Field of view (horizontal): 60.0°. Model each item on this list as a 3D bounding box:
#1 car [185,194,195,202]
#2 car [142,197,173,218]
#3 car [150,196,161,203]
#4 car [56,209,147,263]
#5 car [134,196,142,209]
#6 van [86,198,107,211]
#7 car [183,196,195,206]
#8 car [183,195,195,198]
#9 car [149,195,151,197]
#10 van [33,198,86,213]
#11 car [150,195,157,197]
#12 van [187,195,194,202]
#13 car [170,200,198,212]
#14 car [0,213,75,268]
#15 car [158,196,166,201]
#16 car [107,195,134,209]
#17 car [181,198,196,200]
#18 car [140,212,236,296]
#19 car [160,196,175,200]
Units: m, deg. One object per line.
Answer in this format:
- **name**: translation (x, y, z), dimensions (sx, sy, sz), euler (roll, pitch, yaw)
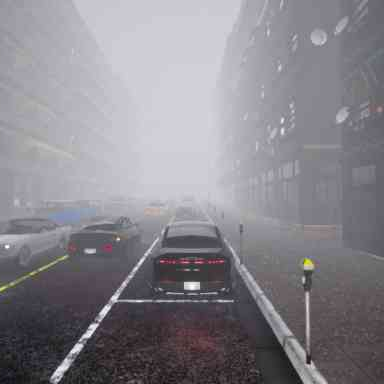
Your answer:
- **car**: translation (-0.473, 1.521, 81.536), dimensions (2.192, 1.841, 5.009), euler (1, 0, 0)
- **car**: translation (-3.023, 1.490, 30.036), dimensions (1.801, 1.575, 5.366), euler (0, 0, 0)
- **car**: translation (-8.324, 1.725, 76.059), dimensions (1.887, 1.381, 4.507), euler (1, 0, 0)
- **car**: translation (-2.921, 1.533, 11.870), dimensions (1.812, 1.442, 4.674), euler (0, 0, 0)
- **car**: translation (-8.314, 1.379, 42.876), dimensions (2.192, 1.841, 5.009), euler (1, 0, 0)
- **van**: translation (-8.314, 1.368, 26.285), dimensions (1.690, 1.788, 3.998), euler (1, 0, 0)
- **car**: translation (-0.473, 1.553, 59.411), dimensions (1.967, 1.590, 4.097), euler (1, 0, 0)
- **car**: translation (-0.429, 1.490, 37.286), dimensions (1.967, 1.590, 4.097), euler (1, 0, 0)
- **car**: translation (-8.321, 1.660, 53.938), dimensions (1.947, 1.339, 4.313), euler (1, 0, 0)
- **van**: translation (-8.312, 1.359, 20.753), dimensions (1.690, 1.788, 3.998), euler (2, 0, 0)
- **car**: translation (-8.317, 1.471, 70.528), dimensions (2.192, 1.841, 5.009), euler (1, 0, 0)
- **van**: translation (-0.474, 1.575, 87.068), dimensions (1.690, 1.788, 3.998), euler (1, 0, 0)
- **car**: translation (-0.438, 1.572, 26.224), dimensions (1.887, 1.381, 4.507), euler (1, 0, 0)
- **car**: translation (-5.871, 1.608, 11.414), dimensions (1.895, 1.301, 4.718), euler (0, 0, 0)
- **car**: translation (-8.326, 1.846, 92.652), dimensions (1.802, 1.307, 4.206), euler (1, 0, 0)
- **car**: translation (-8.314, 1.365, 37.346), dimensions (2.192, 1.841, 5.009), euler (1, 0, 0)
- **car**: translation (-0.438, 1.582, 31.754), dimensions (1.887, 1.381, 4.507), euler (1, 0, 0)
- **car**: translation (0.000, 1.509, 8.653), dimensions (1.837, 1.490, 4.892), euler (0, 0, 0)
- **car**: translation (-2.922, 1.617, 45.521), dimensions (2.033, 1.411, 5.357), euler (0, 0, 0)
